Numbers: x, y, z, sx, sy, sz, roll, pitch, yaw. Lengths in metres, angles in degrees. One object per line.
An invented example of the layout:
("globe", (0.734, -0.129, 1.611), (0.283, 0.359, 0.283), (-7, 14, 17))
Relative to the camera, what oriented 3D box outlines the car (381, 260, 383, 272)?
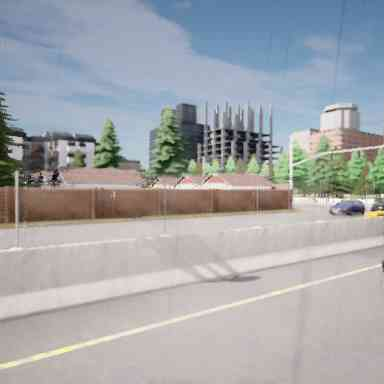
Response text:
("car", (7.124, 1.538, 8.869), (5.357, 1.411, 2.033), (0, 0, -36))
